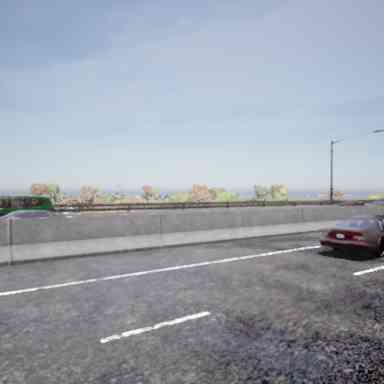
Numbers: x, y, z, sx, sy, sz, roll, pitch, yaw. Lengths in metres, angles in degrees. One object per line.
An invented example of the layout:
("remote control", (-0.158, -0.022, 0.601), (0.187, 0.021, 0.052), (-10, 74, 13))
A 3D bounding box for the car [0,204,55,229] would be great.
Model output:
("car", (-11.881, 1.562, 21.309), (5.357, 1.411, 2.033), (0, 0, -35))

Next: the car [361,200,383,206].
("car", (24.484, 1.797, 42.920), (5.357, 1.411, 2.033), (0, 0, -35))

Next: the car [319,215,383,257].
("car", (7.311, 1.623, 13.261), (5.357, 1.411, 2.033), (0, 0, -35))

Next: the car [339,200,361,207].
("car", (21.951, 1.811, 45.409), (4.181, 1.385, 1.994), (1, 0, -35))

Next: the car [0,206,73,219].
("car", (-7.783, 1.563, 15.640), (5.357, 1.411, 2.033), (0, 0, -35))

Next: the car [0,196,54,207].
("car", (-10.282, 1.233, 18.155), (5.566, 2.045, 2.150), (0, 0, -36))
